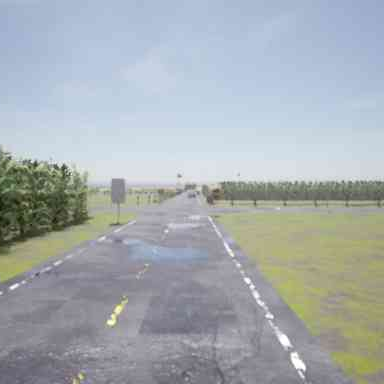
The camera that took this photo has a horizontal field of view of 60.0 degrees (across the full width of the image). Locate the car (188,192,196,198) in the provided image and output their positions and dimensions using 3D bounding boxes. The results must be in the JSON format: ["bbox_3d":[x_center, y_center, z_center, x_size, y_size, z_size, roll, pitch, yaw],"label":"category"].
[{"bbox_3d":[0.022,0.723,86.598,2.097,1.767,4.553,0,0,0],"label":"car"}]
